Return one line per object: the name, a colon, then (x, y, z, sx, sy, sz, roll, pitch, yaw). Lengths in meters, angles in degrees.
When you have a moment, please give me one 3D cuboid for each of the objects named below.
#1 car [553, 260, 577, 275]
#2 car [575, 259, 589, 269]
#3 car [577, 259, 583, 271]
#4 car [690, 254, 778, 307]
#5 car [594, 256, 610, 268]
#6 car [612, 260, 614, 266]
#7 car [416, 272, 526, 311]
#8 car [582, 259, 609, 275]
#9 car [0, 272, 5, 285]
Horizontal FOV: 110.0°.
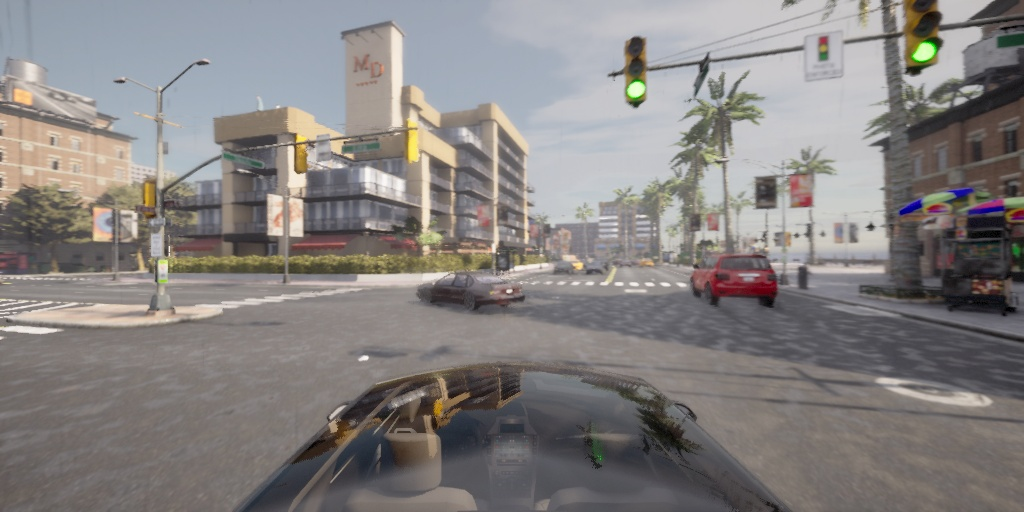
car: (5.948, 1.318, 40.902, 1.837, 1.490, 4.892, -1, 0, 17)
car: (11.719, 1.323, 59.872, 1.837, 1.490, 4.892, -1, 0, 17)
car: (8.701, 1.293, 49.952, 1.882, 1.535, 5.008, -1, 0, 17)
car: (9.268, 0.929, 15.414, 2.150, 2.045, 5.566, -1, 0, 17)
car: (12.244, 1.004, 49.579, 2.150, 2.045, 5.566, -1, 0, 17)
car: (15.177, 1.276, 59.211, 2.128, 1.511, 4.902, -1, 0, 17)
car: (-1.884, 1.354, 14.848, 5.357, 1.411, 2.033, -1, 0, 45)
car: (9.363, 1.328, 40.103, 2.033, 1.411, 5.357, -1, 0, 17)
car: (-44.703, 1.763, 30.198, 4.674, 1.442, 1.812, -1, 0, 40)
